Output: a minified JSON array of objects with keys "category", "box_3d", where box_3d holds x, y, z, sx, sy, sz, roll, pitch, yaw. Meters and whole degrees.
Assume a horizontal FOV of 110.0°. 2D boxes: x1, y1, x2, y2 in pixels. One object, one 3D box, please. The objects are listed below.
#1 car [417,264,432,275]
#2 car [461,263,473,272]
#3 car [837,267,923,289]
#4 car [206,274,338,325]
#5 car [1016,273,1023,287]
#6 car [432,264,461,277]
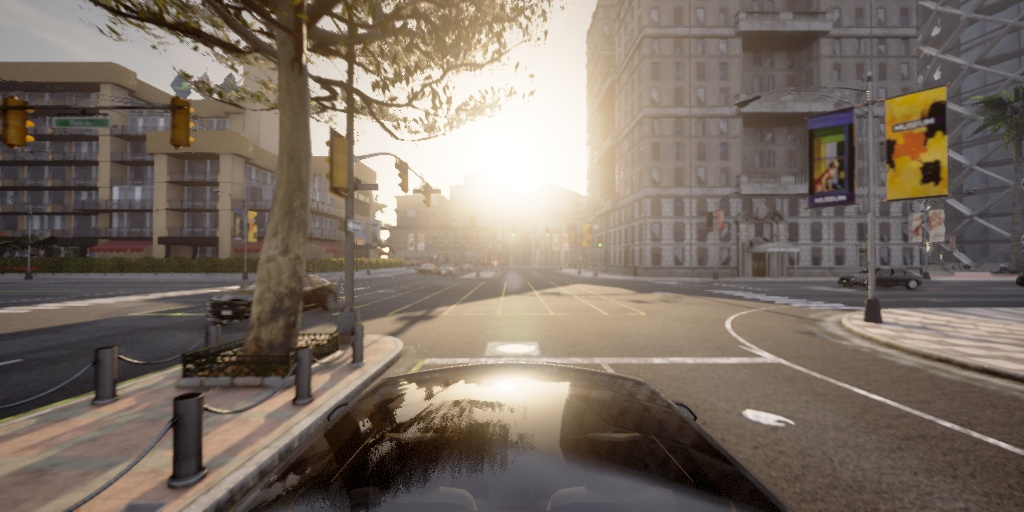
[{"category":"car","box_3d":[-11.575,1.811,49.213,1.882,1.535,5.008,0,0,0]},{"category":"car","box_3d":[-7.982,2.010,63.251,2.128,1.511,4.902,0,-1,0]},{"category":"car","box_3d":[25.819,1.544,25.245,4.892,1.490,1.837,0,-1,0]},{"category":"car","box_3d":[-7.997,1.360,12.551,1.882,1.535,5.008,0,-1,0]},{"category":"car","box_3d":[38.827,1.391,25.246,4.553,1.767,2.097,0,-1,0]},{"category":"car","box_3d":[-8.080,1.771,44.873,2.128,1.511,4.902,0,-1,0]}]
